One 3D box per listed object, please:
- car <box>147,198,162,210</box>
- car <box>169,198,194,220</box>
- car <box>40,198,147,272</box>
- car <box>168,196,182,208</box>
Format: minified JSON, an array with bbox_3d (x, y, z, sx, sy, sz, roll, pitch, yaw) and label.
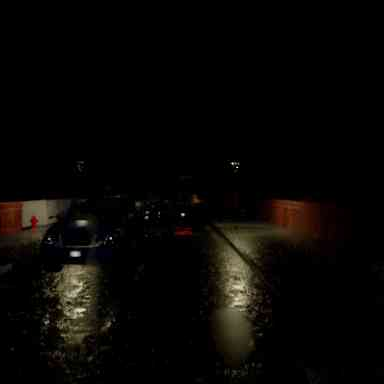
[{"bbox_3d":[-4.867,1.501,42.144,1.812,1.442,4.674,0,0,-5],"label":"car"},{"bbox_3d":[-0.838,1.489,27.977,1.837,1.490,4.892,0,0,-4],"label":"car"},{"bbox_3d":[-3.015,1.225,11.186,2.150,2.045,5.566,0,0,-1],"label":"car"},{"bbox_3d":[-2.097,1.322,43.904,2.097,1.767,4.553,0,0,-5],"label":"car"}]
